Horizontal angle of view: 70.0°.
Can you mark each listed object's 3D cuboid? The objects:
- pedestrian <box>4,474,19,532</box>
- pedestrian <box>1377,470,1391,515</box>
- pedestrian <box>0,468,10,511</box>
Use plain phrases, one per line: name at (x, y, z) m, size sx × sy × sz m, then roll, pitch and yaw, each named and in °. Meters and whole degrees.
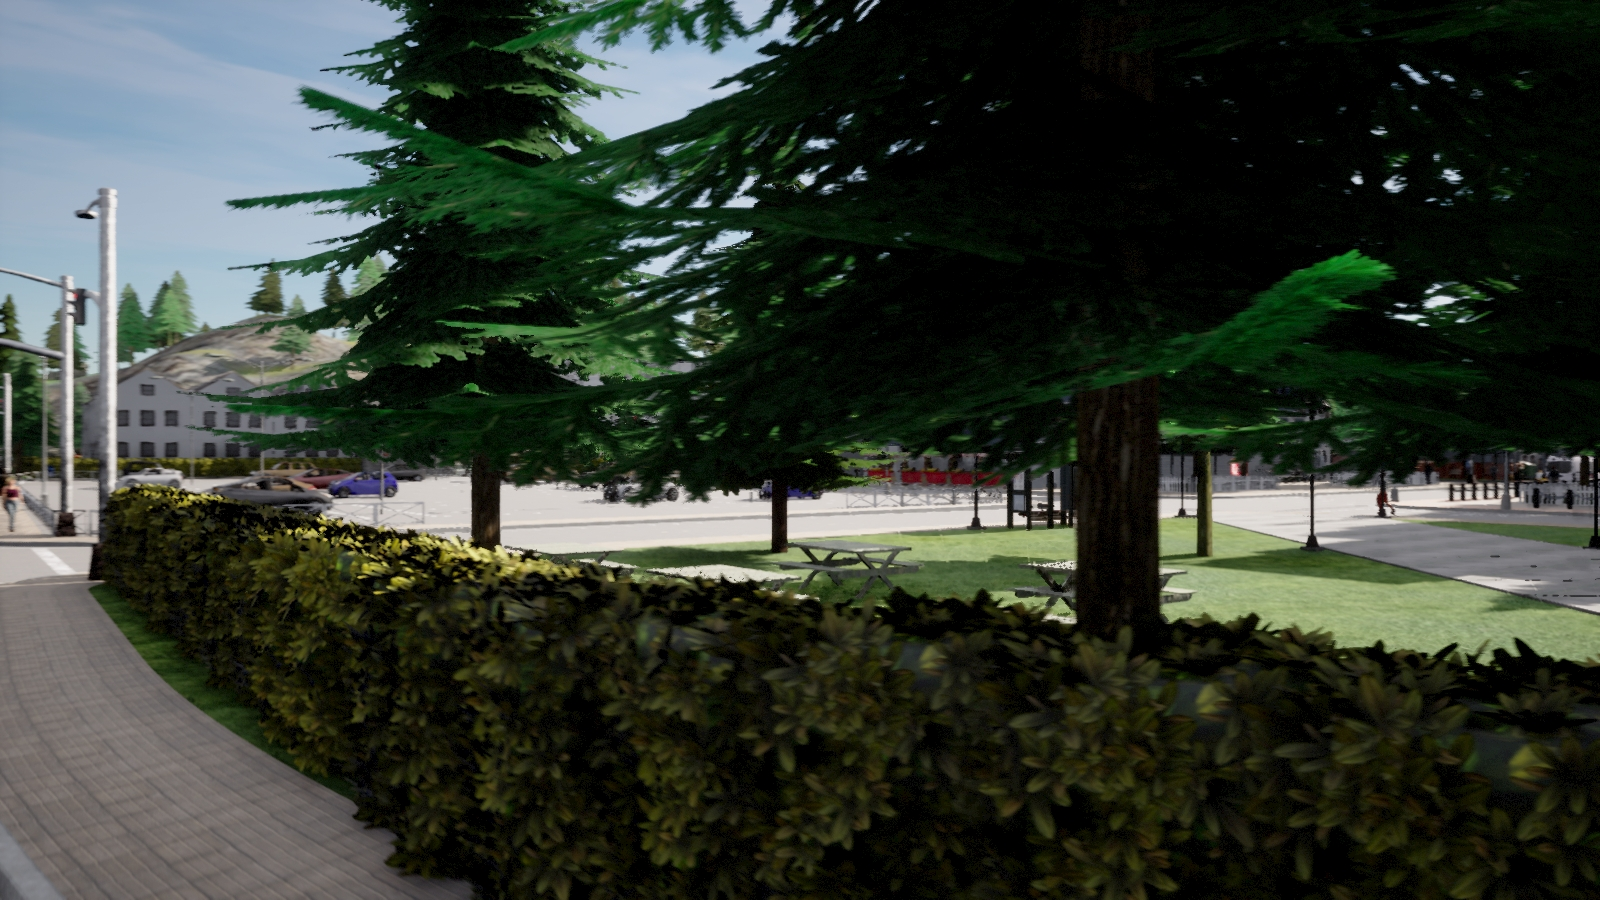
pedestrian at (-25.500, 1.711, 36.939) m, size 0.375 × 1.860 × 0.375 m, roll 0°, pitch 0°, yaw -40°
pedestrian at (23.968, 1.739, 46.862) m, size 0.375 × 1.860 × 0.375 m, roll 0°, pitch 0°, yaw -35°
pedestrian at (-34.668, 1.715, 49.817) m, size 0.375 × 1.860 × 0.375 m, roll 0°, pitch 0°, yaw -36°
